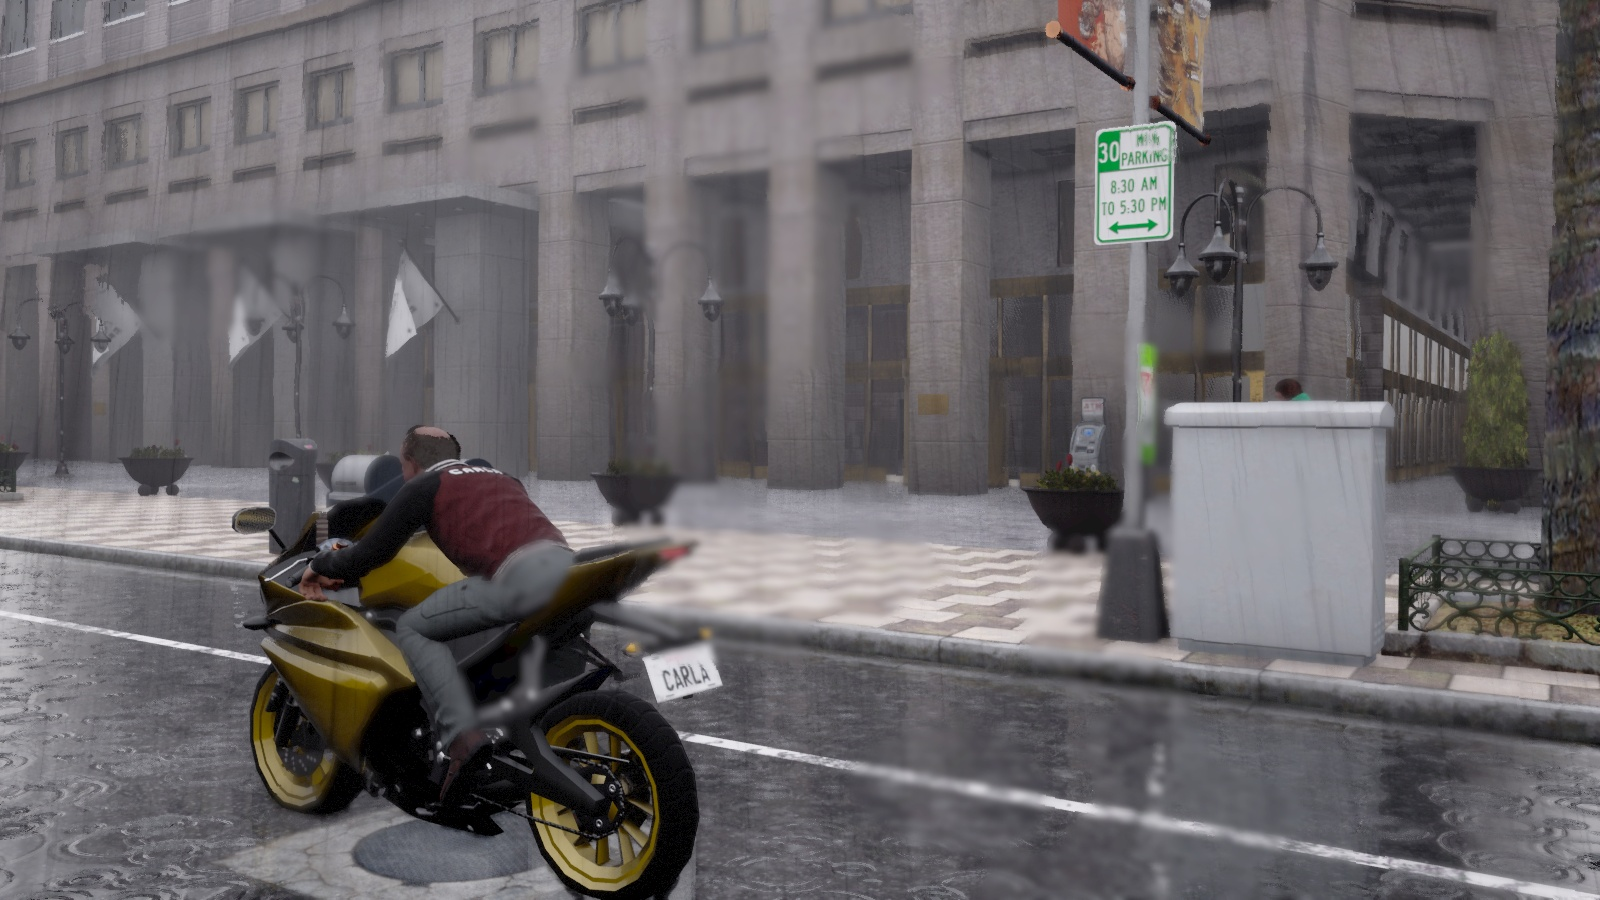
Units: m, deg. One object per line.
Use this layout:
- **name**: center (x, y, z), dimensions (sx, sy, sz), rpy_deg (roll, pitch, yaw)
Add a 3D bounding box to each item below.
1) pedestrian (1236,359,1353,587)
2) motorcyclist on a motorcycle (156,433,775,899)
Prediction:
- **pedestrian**: center (4.442, 0.194, 11.266), dimensions (0.873, 1.952, 0.659), rpy_deg (0, 1, 31)
- **motorcyclist on a motorcycle**: center (-1.241, 0.717, 4.448), dimensions (2.191, 1.530, 0.866), rpy_deg (0, 1, 34)
